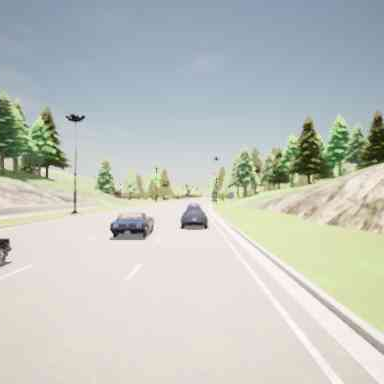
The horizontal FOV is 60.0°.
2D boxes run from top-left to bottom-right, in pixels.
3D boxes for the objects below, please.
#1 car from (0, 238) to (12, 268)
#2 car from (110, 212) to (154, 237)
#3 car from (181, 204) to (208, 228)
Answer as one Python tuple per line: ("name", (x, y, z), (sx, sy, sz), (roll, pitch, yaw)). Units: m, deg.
("car", (-6.873, 1.709, 8.866), (1.895, 1.301, 4.718), (0, -1, 0))
("car", (-3.347, 1.844, 19.524), (1.895, 1.301, 4.718), (0, -1, 0))
("car", (0.169, 1.877, 24.934), (1.994, 1.385, 4.181), (0, -1, 0))
